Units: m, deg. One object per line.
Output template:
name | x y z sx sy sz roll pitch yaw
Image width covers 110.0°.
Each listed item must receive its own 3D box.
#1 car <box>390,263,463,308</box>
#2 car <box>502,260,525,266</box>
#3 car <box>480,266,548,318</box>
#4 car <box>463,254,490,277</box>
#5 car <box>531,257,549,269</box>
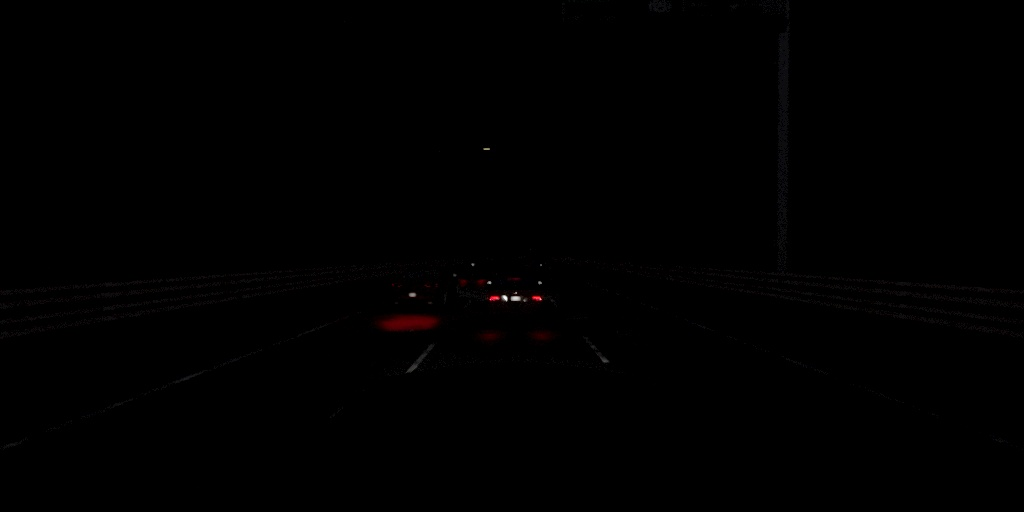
car | -3.397 1.159 14.713 1.882 1.535 5.008 0 0 0
car | 0.174 1.122 34.271 1.837 1.490 4.892 0 0 1
car | 0.100 1.238 12.625 2.033 1.411 5.357 0 0 0
car | -3.337 0.840 33.587 2.150 2.045 5.566 0 0 1
car | 3.791 1.139 48.016 1.994 1.385 4.181 0 0 2
